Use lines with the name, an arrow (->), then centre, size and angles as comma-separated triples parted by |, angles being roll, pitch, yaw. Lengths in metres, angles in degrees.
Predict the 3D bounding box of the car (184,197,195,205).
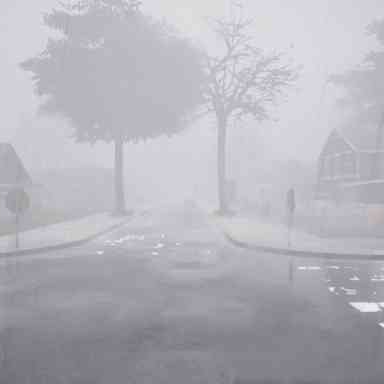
car -> -0.491, 1.593, 61.678 | 1.895, 1.301, 4.718 | 0, 0, 0

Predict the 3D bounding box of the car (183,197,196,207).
car -> -0.410, 1.519, 51.646 | 1.812, 1.442, 4.674 | 0, 0, 0
